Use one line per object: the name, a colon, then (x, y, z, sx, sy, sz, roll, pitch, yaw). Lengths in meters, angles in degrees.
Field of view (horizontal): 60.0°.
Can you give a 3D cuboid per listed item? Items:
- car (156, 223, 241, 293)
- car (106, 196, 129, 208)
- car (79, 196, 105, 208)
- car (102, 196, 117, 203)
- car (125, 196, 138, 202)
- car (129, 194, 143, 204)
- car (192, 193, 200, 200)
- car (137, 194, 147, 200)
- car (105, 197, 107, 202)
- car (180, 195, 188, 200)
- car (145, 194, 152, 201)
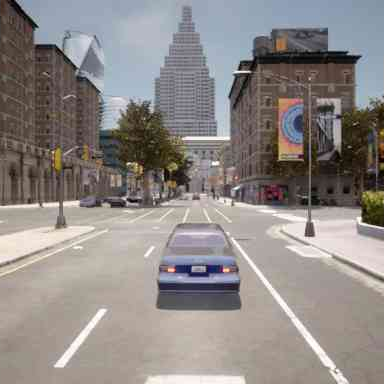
car: (0.176, 1.547, 8.984, 2.033, 1.411, 5.357, 0, 0, 1)
car: (-10.588, 1.601, 47.533, 1.895, 1.301, 4.718, 0, 0, -7)
car: (-14.493, 1.350, 47.678, 2.097, 1.767, 4.553, 0, 0, 1)
car: (-17.357, 1.595, 69.885, 1.895, 1.301, 4.718, 0, 0, 1)
car: (-14.010, 1.595, 77.288, 1.895, 1.301, 4.718, 0, 0, 1)
car: (-10.744, 1.601, 63.199, 1.895, 1.301, 4.718, 0, 0, 1)
car: (1.158, 1.350, 90.063, 2.097, 1.767, 4.553, 0, 0, 1)
car: (-13.810, 1.340, 92.630, 2.097, 1.767, 4.553, 0, 0, 1)
car: (-14.260, 1.564, 62.108, 1.994, 1.385, 4.181, 0, 0, 1)
car: (-2.342, 1.519, 90.138, 1.812, 1.442, 4.674, 0, 0, 1)
car: (-10.494, 1.478, 78.519, 1.882, 1.535, 5.008, 0, 0, 1)
